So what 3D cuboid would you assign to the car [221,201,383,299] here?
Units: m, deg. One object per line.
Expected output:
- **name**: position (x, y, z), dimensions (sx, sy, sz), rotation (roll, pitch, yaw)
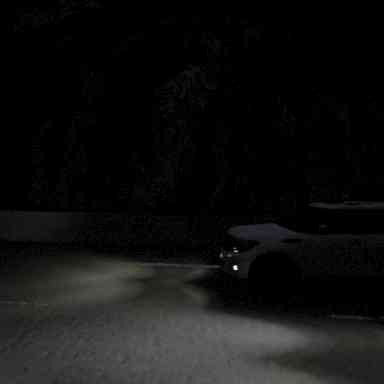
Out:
- **car**: position (3.487, 1.226, 7.812), dimensions (5.566, 2.045, 2.150), rotation (2, 1, 2)
